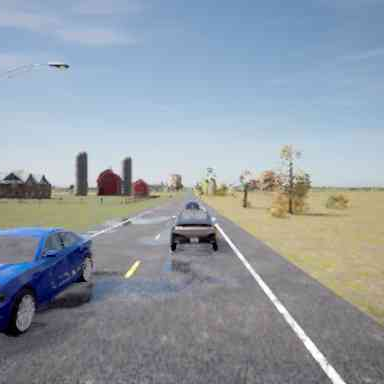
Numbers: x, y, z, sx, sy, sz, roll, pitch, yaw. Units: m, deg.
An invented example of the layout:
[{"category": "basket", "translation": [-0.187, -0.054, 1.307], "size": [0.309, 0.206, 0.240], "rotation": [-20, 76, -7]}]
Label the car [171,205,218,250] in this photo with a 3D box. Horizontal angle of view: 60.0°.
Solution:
[{"category": "car", "translation": [0.087, 1.556, 14.632], "size": [2.128, 1.511, 4.902], "rotation": [0, 0, 0]}]

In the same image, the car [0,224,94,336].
[{"category": "car", "translation": [-3.576, 1.508, 6.944], "size": [1.882, 1.535, 5.008], "rotation": [0, 0, 0]}]

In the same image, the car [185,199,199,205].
[{"category": "car", "translation": [0.058, 1.721, 47.649], "size": [1.812, 1.442, 4.674], "rotation": [0, 0, 0]}]
